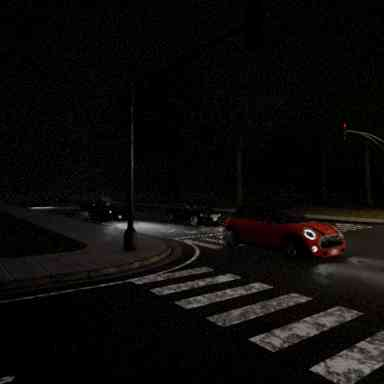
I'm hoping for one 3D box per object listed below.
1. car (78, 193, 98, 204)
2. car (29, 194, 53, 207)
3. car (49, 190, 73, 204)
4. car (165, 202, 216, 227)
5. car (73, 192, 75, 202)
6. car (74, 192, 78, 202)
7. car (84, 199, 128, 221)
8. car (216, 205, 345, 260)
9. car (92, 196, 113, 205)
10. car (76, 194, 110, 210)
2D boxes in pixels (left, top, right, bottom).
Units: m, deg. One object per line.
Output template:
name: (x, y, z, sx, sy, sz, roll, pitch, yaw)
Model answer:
car: (-18.701, 1.164, 59.632, 2.097, 1.767, 4.553, 0, 0, -36)
car: (-21.772, 1.391, 47.227, 2.033, 1.411, 5.357, 0, 0, -36)
car: (-20.537, 0.712, 51.092, 2.150, 2.045, 5.566, 0, 0, -36)
car: (-0.009, 1.425, 22.633, 2.128, 1.511, 4.902, 0, 0, -36)
car: (-21.367, 1.039, 57.771, 2.150, 2.045, 5.566, 0, 0, -36)
car: (-15.556, 1.187, 49.849, 2.097, 1.767, 4.553, 0, 0, -35)
car: (-6.551, 1.516, 26.110, 1.895, 1.301, 4.718, 0, 0, -36)
car: (3.287, 1.328, 12.540, 2.097, 1.767, 4.553, 0, 0, -36)
car: (-14.496, 1.350, 53.876, 1.812, 1.442, 4.674, 0, 0, -35)
car: (-11.313, 1.347, 38.222, 1.882, 1.535, 5.008, 0, 0, -36)
